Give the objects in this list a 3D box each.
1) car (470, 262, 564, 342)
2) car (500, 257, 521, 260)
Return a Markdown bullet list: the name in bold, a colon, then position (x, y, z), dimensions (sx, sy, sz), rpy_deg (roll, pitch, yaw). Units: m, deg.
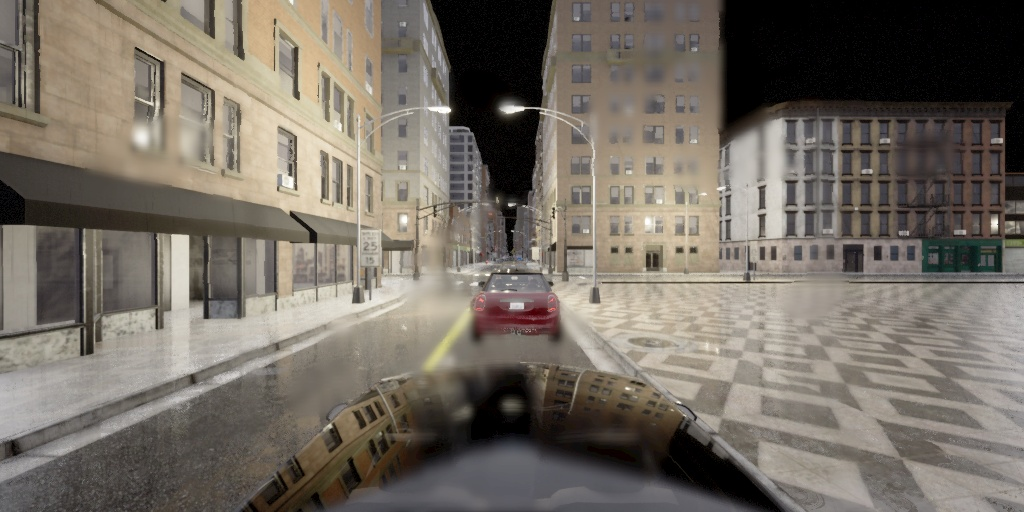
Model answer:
- **car**: position (0.112, 1.102, 9.885), dimensions (2.097, 1.767, 4.553), rpy_deg (0, 0, 0)
- **car**: position (0.073, 1.101, 19.701), dimensions (2.097, 1.767, 4.553), rpy_deg (0, 0, -1)
